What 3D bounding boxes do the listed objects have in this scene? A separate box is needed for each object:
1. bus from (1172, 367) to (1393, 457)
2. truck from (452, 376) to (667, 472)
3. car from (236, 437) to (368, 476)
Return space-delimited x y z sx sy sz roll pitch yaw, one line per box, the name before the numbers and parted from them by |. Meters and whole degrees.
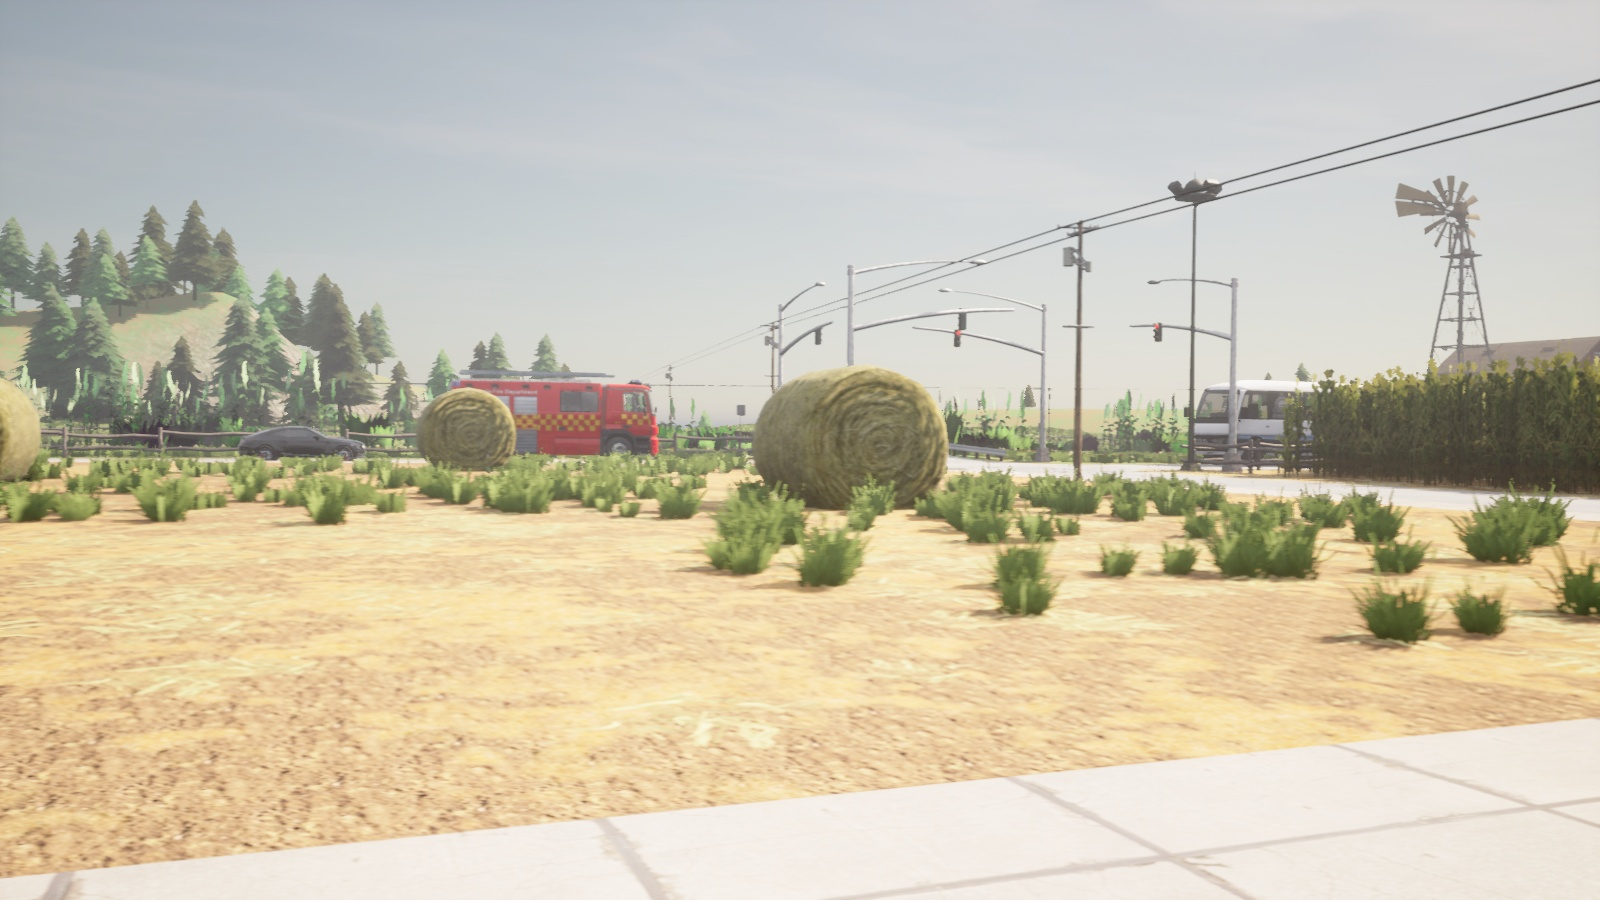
bus | 24.207 -1.840 63.095 10.273 4.253 3.944 0 1 -20
truck | -10.040 -1.119 52.389 8.468 3.827 2.891 -1 1 -17
car | -19.549 0.221 49.504 4.674 1.442 1.812 -1 1 -17
